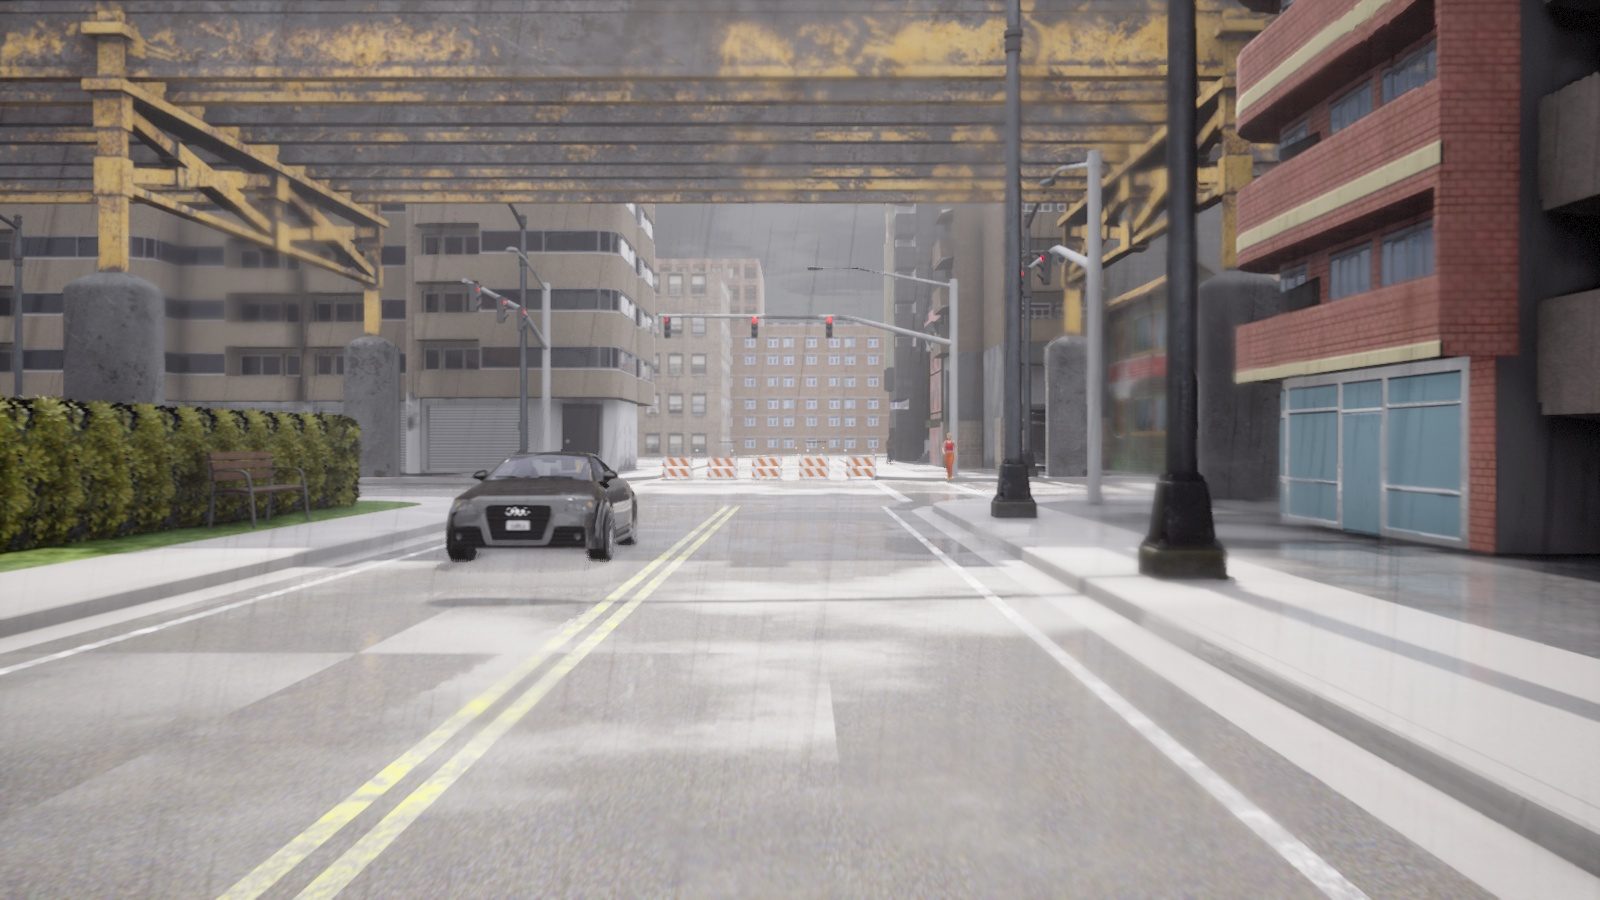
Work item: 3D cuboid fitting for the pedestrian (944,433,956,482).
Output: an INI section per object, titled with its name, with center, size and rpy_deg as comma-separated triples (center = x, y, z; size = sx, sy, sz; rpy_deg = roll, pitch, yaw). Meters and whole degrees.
[pedestrian]
center = 5.642, 0.263, 47.310
size = 0.345, 1.836, 0.594
rpy_deg = 0, 0, 17

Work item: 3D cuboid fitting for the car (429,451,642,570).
[car]
center = -3.390, 0.712, 16.938
size = 1.994, 1.385, 4.181
rpy_deg = 0, 0, 0
